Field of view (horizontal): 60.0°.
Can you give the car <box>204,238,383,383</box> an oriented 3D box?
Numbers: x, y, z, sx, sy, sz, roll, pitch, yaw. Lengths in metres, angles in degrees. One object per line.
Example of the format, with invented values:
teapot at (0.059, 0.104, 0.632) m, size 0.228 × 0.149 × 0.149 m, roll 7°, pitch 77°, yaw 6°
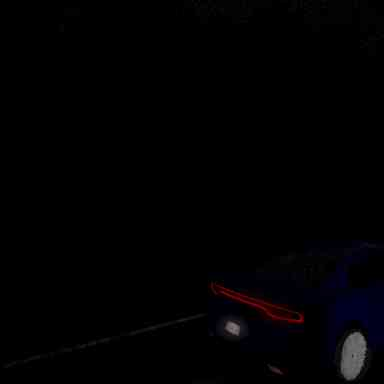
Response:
car at (2.526, 1.507, 5.471) m, size 5.008 × 1.535 × 1.882 m, roll 0°, pitch 0°, yaw -35°
